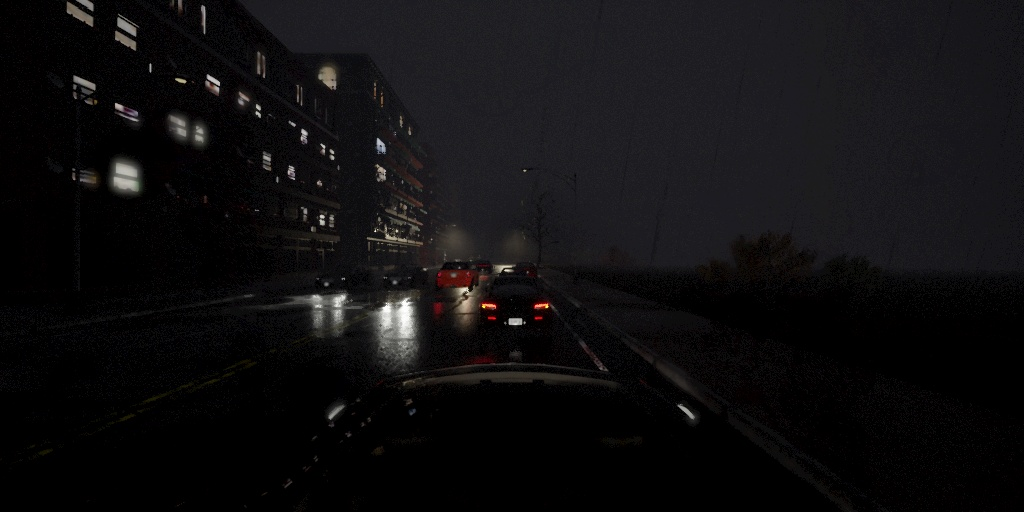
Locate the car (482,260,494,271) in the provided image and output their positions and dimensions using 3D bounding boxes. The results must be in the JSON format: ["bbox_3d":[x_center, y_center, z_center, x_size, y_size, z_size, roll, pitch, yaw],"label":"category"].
[{"bbox_3d":[-3.254,1.258,42.202,1.837,1.490,4.892,0,0,0],"label":"car"}]

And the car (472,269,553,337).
[{"bbox_3d":[0.070,1.277,10.183,1.812,1.442,4.674,0,0,0],"label":"car"}]

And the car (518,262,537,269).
[{"bbox_3d":[1.065,1.232,29.878,1.882,1.535,5.008,0,0,0],"label":"car"}]

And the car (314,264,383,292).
[{"bbox_3d":[-9.902,1.244,21.580,2.128,1.511,4.902,0,0,0],"label":"car"}]

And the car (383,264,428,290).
[{"bbox_3d":[-6.655,1.245,22.810,2.128,1.511,4.902,0,0,0],"label":"car"}]

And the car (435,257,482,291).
[{"bbox_3d":[-3.203,1.104,21.753,2.097,1.767,4.553,0,0,0],"label":"car"}]

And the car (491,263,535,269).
[{"bbox_3d":[0.053,1.317,20.350,1.994,1.385,4.181,0,0,0],"label":"car"}]

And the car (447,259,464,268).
[{"bbox_3d":[-9.960,1.299,63.715,2.033,1.411,5.357,0,0,0],"label":"car"}]
